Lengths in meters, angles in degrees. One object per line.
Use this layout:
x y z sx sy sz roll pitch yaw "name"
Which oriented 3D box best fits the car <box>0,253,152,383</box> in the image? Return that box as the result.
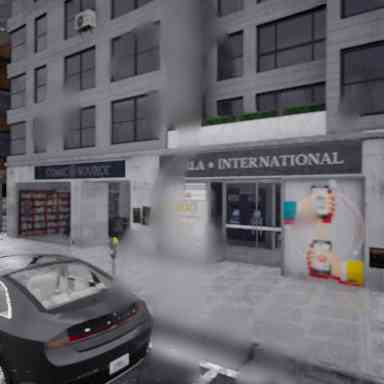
-2.543 1.583 4.768 4.403 1.369 2.008 -1 1 36 "car"
